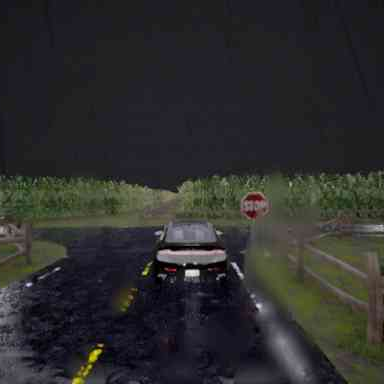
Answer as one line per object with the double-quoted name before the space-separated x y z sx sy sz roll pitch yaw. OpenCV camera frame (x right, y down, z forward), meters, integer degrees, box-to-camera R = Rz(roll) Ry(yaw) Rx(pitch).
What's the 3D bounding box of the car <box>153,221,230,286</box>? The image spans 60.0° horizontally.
"car" -0.086 1.598 9.745 2.128 1.511 4.902 0 -1 -2
